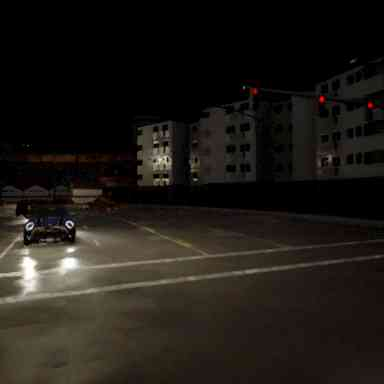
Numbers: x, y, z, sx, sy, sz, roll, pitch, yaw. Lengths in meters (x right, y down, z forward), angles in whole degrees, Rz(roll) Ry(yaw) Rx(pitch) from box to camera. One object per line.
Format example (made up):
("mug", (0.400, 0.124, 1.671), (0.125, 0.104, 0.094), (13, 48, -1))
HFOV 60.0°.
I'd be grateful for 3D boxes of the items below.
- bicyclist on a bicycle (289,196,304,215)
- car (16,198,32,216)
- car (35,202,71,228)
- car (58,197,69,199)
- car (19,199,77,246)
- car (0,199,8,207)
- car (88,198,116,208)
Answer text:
("bicyclist on a bicycle", (9.381, 1.216, 29.796), (1.656, 1.620, 0.582), (-1, 0, -22))
("car", (-15.671, 1.496, 32.725), (2.097, 1.767, 4.553), (-1, 0, -41))
("car", (-10.275, 1.593, 24.334), (2.128, 1.511, 4.902), (-1, 0, -26))
("car", (-21.856, 1.656, 55.379), (5.008, 1.535, 1.882), (-1, 0, 24))
("car", (-6.708, 1.429, 15.989), (2.097, 1.767, 4.553), (-1, 0, -20))
("car", (-33.387, 1.762, 55.544), (5.008, 1.535, 1.882), (-1, 0, 11))
("car", (-13.717, 1.586, 50.351), (5.008, 1.535, 1.882), (0, 0, 36))
